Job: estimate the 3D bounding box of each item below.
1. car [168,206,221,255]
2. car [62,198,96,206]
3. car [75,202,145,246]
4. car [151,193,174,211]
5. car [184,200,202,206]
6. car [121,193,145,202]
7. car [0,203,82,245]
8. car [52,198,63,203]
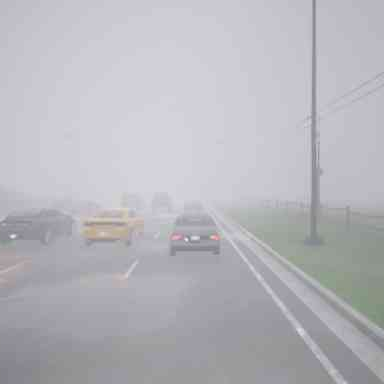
[{"bbox_3d":[0.104,1.507,13.140,2.033,1.411,5.357,0,0,0],"label":"car"},{"bbox_3d":[-10.392,1.448,32.475,2.033,1.411,5.357,0,0,0],"label":"car"},{"bbox_3d":[-3.397,1.431,15.131,1.882,1.535,5.008,0,0,0],"label":"car"},{"bbox_3d":[-3.392,1.103,38.536,2.150,2.045,5.566,0,0,0],"label":"car"},{"bbox_3d":[0.108,1.489,36.254,1.895,1.301,4.718,0,0,0],"label":"car"},{"bbox_3d":[-6.892,1.101,39.048,2.150,2.045,5.566,0,0,0],"label":"car"},{"bbox_3d":[-6.900,1.457,15.279,1.837,1.490,4.892,0,0,0],"label":"car"},{"bbox_3d":[-13.893,1.392,36.607,1.837,1.490,4.892,0,0,0],"label":"car"}]
